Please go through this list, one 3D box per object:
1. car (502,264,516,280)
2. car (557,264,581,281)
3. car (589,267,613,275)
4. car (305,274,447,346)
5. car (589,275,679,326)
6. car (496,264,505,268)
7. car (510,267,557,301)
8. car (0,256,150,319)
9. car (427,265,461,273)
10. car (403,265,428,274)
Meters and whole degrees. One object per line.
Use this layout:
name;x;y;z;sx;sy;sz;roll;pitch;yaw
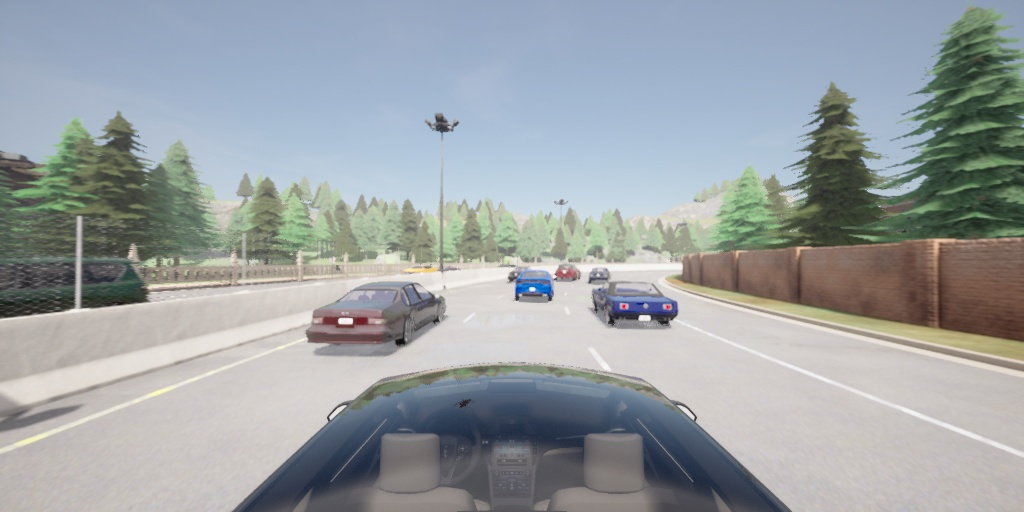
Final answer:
car;1.148;1.744;34.148;2.033;1.411;5.357;0;-1;18
car;5.758;1.591;36.548;2.097;1.767;4.553;0;-1;19
car;8.301;1.752;33.536;2.033;1.411;5.357;0;-1;19
car;-3.236;1.400;9.766;2.033;1.411;5.357;0;-1;3
car;3.968;1.507;12.435;1.895;1.301;4.718;0;-1;5
car;-0.862;1.808;48.688;1.837;1.490;4.892;0;-1;25
car;1.325;1.474;19.470;1.882;1.535;5.008;0;-1;8
car;-10.542;1.018;7.002;2.150;2.045;5.566;0;-1;1
car;-7.511;1.842;41.603;1.994;1.385;4.181;0;-1;21
car;-10.905;1.760;42.522;1.882;1.535;5.008;0;-1;21
